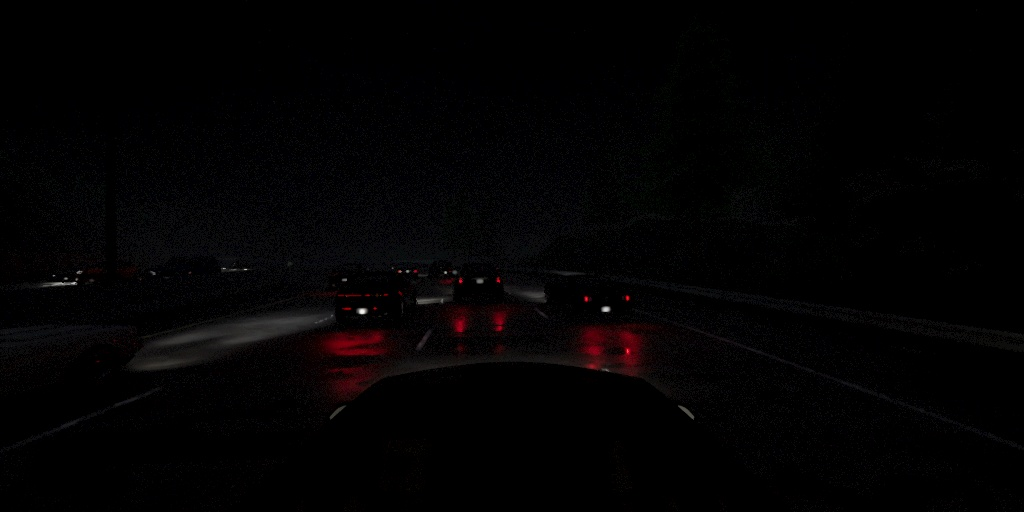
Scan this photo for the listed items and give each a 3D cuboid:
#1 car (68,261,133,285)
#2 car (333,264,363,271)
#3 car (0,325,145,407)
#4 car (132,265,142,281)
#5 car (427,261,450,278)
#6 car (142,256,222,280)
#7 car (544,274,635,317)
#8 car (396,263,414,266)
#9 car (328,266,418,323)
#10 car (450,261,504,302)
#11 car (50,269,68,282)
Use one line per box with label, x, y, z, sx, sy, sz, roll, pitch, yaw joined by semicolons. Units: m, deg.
car;-30.871;1.175;27.500;2.097;1.767;4.553;0;0;-27
car;-10.277;1.222;22.890;1.882;1.535;5.008;0;0;-16
car;-7.113;1.376;3.878;1.895;1.301;4.718;0;0;-2
car;-27.445;1.370;28.388;1.994;1.385;4.181;0;0;-26
car;-6.808;1.209;33.962;1.837;1.490;4.892;0;0;-23
car;-21.935;1.015;24.371;2.150;2.045;5.566;0;0;-21
car;2.530;1.314;13.021;1.895;1.301;4.718;0;0;-8
car;-9.199;1.269;30.788;2.033;1.411;5.357;0;0;-21
car;-4.422;1.249;12.195;1.837;1.490;4.892;0;0;-8
car;-1.719;1.074;17.014;2.097;1.767;4.553;0;0;-10
car;-36.220;1.386;30.320;2.033;1.411;5.357;0;0;-30
